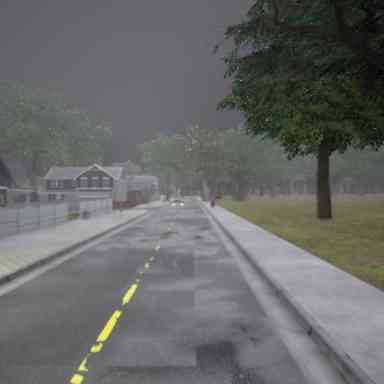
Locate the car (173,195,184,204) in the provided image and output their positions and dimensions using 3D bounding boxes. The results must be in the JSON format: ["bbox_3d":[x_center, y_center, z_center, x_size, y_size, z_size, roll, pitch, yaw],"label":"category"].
[{"bbox_3d":[-2.773,1.448,67.269,2.097,1.767,4.553,0,0,0],"label":"car"}]
